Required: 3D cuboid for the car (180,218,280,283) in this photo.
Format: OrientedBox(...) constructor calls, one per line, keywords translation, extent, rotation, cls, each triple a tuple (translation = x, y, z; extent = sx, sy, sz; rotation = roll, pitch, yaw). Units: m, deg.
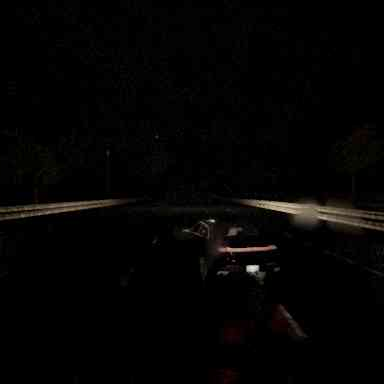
OrientedBox(translation=(0.874, 1.540, 9.974), extent=(2.128, 1.511, 4.902), rotation=(0, 0, -12), cls="car")
